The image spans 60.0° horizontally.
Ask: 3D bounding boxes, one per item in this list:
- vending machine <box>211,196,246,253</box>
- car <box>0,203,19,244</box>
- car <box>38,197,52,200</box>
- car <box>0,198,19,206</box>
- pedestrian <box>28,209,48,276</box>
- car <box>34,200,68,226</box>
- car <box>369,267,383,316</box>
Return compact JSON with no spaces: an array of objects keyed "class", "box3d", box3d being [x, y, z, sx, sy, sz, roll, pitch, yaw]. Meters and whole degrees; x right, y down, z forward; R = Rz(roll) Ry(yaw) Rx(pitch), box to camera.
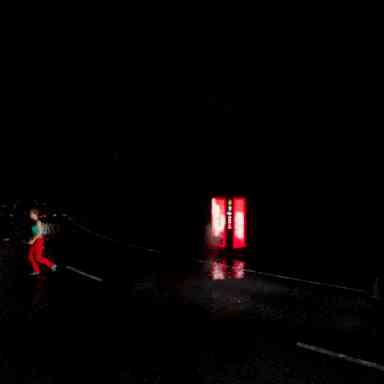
[{"class":"vending machine","box3d":[1.423,1.195,12.958,1.100,2.100,0.880,0,0,-43]},{"class":"car","box3d":[-9.238,1.477,15.164,1.882,1.535,5.008,0,0,-32]},{"class":"car","box3d":[-16.722,1.352,37.732,2.097,1.767,4.553,0,0,-26]},{"class":"car","box3d":[-17.545,1.352,31.356,2.097,1.767,4.553,0,0,-26]},{"class":"pedestrian","box3d":[-4.179,1.294,8.897,0.375,1.860,0.375,0,0,-42]},{"class":"car","box3d":[-9.805,1.547,23.314,2.033,1.411,5.357,0,0,-26]},{"class":"car","box3d":[5.221,1.601,4.743,4.718,1.301,1.895,0,0,34]}]
